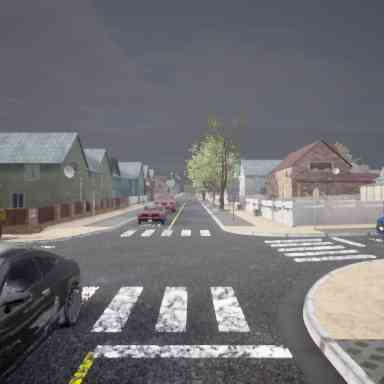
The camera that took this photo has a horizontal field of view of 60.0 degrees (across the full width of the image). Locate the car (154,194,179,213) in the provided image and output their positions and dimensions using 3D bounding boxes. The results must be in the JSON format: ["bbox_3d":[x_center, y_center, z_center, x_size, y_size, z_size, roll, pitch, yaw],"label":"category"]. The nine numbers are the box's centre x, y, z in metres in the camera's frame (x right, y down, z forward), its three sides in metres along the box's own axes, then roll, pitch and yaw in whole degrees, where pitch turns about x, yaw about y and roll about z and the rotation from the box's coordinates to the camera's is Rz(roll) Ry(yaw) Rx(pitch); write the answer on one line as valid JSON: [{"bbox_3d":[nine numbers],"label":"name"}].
[{"bbox_3d":[-2.876,1.224,36.653,2.150,2.045,5.566,0,0,0],"label":"car"}]

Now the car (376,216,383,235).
[{"bbox_3d":[10.402,1.188,13.971,5.008,1.535,1.882,-2,-1,-2],"label":"car"}]

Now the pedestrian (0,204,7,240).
[{"bbox_3d":[-9.703,1.460,16.787,0.375,1.860,0.375,0,0,0],"label":"pedestrian"}]

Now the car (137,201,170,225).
[{"bbox_3d":[-2.832,1.601,24.271,1.895,1.301,4.718,0,0,-1],"label":"car"}]

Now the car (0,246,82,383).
[{"bbox_3d":[-2.859,1.526,4.273,1.812,1.442,4.674,0,0,0],"label":"car"}]
